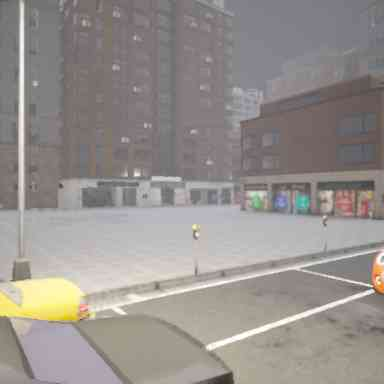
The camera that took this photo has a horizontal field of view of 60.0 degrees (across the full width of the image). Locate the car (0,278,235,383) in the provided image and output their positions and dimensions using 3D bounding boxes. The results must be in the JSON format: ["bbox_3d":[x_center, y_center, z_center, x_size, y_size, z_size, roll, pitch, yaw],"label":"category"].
[{"bbox_3d":[-2.115,1.547,1.559,5.357,1.411,2.033,0,0,-36],"label":"car"}]

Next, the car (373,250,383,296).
[{"bbox_3d":[5.971,1.359,7.330,4.553,1.767,2.097,0,0,-35],"label":"car"}]

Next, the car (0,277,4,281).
[{"bbox_3d":[-3.588,1.525,3.629,4.829,1.417,1.752,0,0,-35],"label":"car"}]
